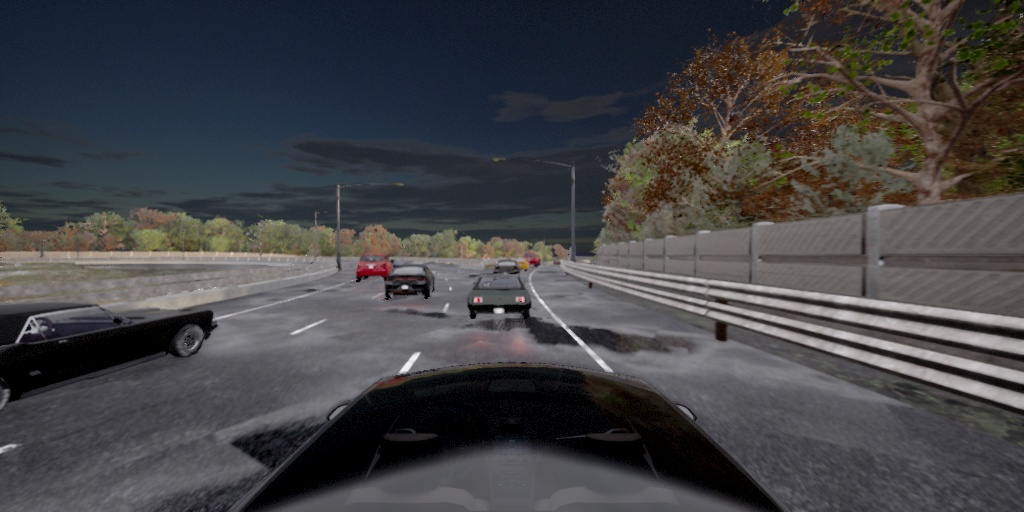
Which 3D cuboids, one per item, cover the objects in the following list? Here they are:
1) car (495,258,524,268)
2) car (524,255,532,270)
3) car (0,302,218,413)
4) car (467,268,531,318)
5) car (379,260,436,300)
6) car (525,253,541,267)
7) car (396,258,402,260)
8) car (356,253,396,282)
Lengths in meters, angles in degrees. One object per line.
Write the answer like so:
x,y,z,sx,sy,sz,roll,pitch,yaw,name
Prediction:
-0.290,1.044,27.375,1.882,1.535,5.008,0,0,2,car
0.951,0.938,41.470,1.882,1.535,5.008,0,0,7,car
-7.105,1.351,5.429,1.895,1.301,4.718,0,0,-2,car
-0.423,1.275,12.551,1.895,1.301,4.718,0,0,-2,car
-4.797,1.134,17.334,1.882,1.535,5.008,0,0,-8,car
2.996,0.588,53.458,2.150,2.045,5.566,0,0,11,car
-16.936,1.008,53.342,1.994,1.385,4.181,0,0,-28,car
-10.333,0.828,27.200,2.150,2.045,5.566,0,0,-14,car
